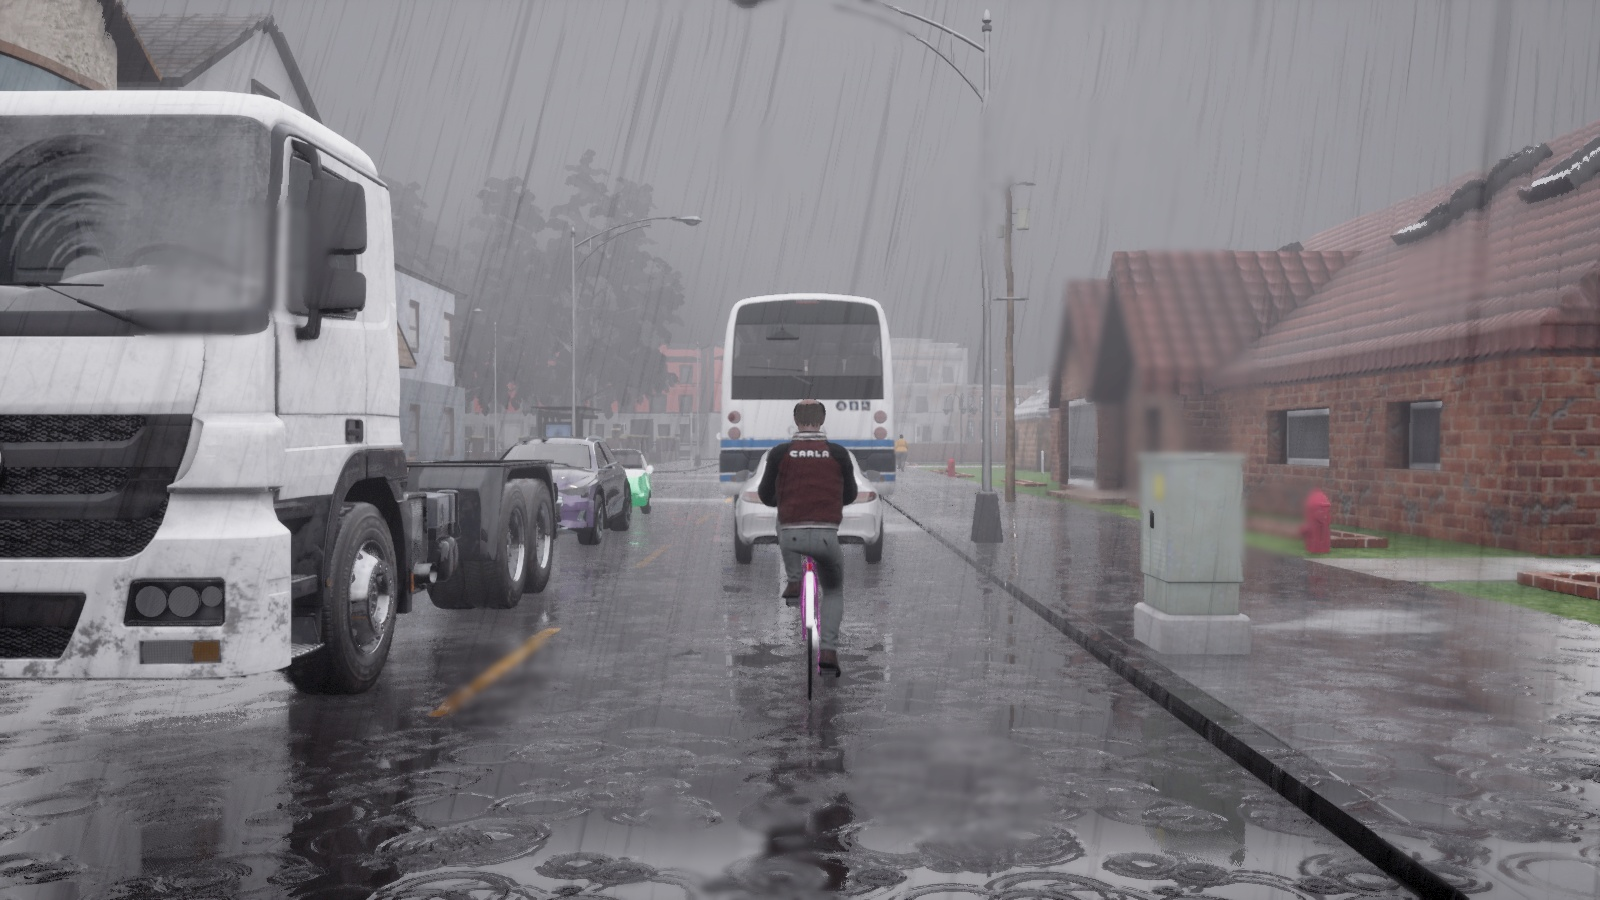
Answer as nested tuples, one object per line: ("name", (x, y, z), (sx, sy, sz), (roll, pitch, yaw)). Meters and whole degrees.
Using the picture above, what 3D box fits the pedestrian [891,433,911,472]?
("pedestrian", (4.885, 0.112, 60.784), (0.874, 1.855, 0.900), (0, 0, -2))

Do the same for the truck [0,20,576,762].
("truck", (-3.927, -0.294, 9.837), (2.891, 3.462, 7.936), (0, 0, 0))

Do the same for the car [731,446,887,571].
("car", (0.109, 0.676, 16.963), (1.812, 1.442, 4.674), (0, 0, 0))

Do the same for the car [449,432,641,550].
("car", (-3.874, 0.561, 19.979), (2.033, 1.649, 4.856), (0, 0, 0))

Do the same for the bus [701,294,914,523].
("bus", (0.179, -0.790, 28.423), (3.944, 4.253, 10.273), (0, 0, 0))

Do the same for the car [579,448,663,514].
("car", (-3.834, 0.645, 27.132), (1.481, 1.376, 2.207), (0, 0, 0))

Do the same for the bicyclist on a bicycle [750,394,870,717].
("bicyclist on a bicycle", (0.058, 0.573, 7.824), (0.659, 1.776, 1.843), (0, 0, 0))
